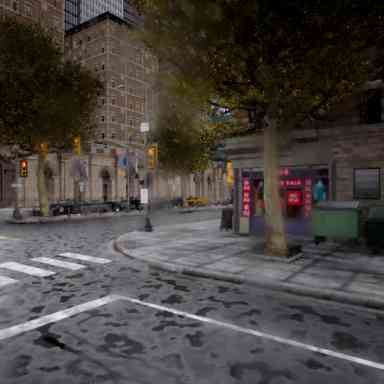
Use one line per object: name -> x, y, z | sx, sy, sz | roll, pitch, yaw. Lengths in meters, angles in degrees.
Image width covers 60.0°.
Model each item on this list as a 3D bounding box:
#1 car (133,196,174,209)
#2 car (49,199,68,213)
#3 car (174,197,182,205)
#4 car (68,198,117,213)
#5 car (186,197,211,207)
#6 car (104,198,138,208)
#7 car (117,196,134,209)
car -> -4.965, 1.505, 43.832 | 1.837, 1.490, 4.892 | 0, 0, 36
car -> -13.876, 1.505, 37.477 | 1.837, 1.490, 4.892 | 0, 0, 36
car -> -1.816, 1.478, 54.148 | 1.882, 1.535, 5.008 | 0, 0, 36
car -> -10.694, 1.564, 35.904 | 1.994, 1.385, 4.181 | 0, 0, 36
car -> 1.042, 1.478, 52.121 | 1.882, 1.535, 5.008 | 0, 0, 36
car -> -10.206, 1.595, 47.937 | 1.895, 1.301, 4.718 | 0, 0, 36
car -> -7.932, 1.352, 45.703 | 2.097, 1.767, 4.553 | 0, 0, 36
